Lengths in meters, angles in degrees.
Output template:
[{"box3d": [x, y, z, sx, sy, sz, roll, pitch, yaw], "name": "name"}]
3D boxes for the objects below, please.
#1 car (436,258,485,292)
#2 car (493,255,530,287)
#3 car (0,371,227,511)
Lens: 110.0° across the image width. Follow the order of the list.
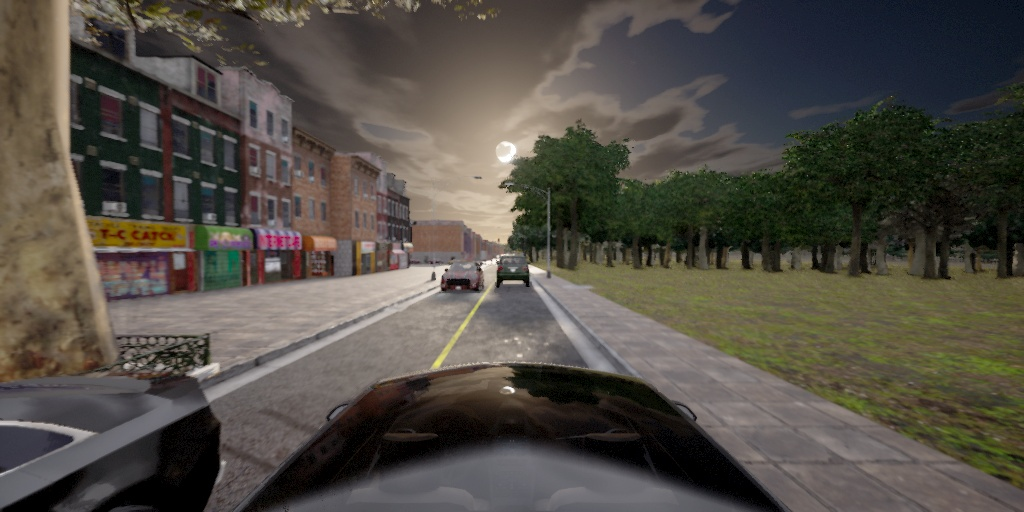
[{"box3d": [-2.780, 1.077, 20.952, 2.097, 1.767, 4.553, 0, 0, 0], "name": "car"}, {"box3d": [0.069, 0.948, 24.490, 2.150, 2.045, 5.566, 0, 0, 0], "name": "car"}, {"box3d": [-2.845, 1.245, 0.342, 2.128, 1.511, 4.902, 0, 0, 0], "name": "car"}]
